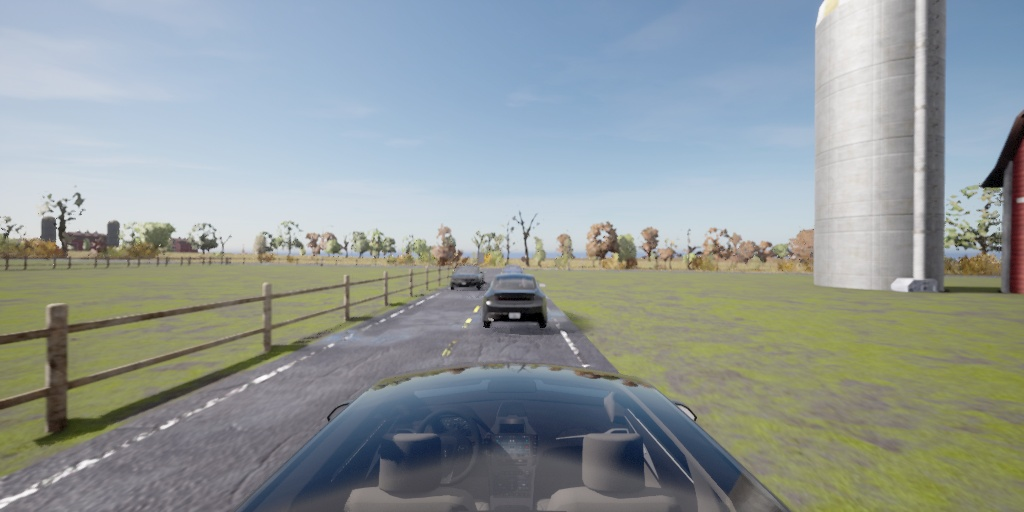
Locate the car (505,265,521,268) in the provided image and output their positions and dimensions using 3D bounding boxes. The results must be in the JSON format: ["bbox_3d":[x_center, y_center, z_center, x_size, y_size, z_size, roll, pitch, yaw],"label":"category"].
[{"bbox_3d":[0.084,1.515,32.377,2.033,1.411,5.357,0,0,0],"label":"car"}]

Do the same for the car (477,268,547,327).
[{"bbox_3d":[0.083,1.326,11.866,1.837,1.490,4.892,0,0,0],"label":"car"}]

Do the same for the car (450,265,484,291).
[{"bbox_3d":[-2.861,1.382,23.801,1.882,1.535,5.008,0,0,0],"label":"car"}]
